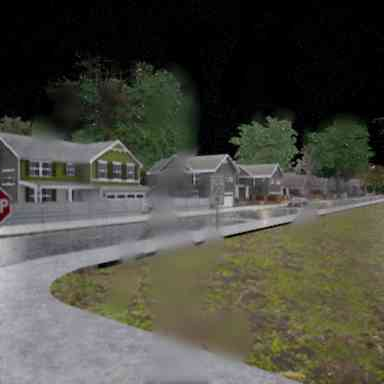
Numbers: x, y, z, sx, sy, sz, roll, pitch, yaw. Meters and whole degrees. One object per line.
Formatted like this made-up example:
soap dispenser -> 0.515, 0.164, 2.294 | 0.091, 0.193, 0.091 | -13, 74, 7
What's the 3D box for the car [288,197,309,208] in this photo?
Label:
car -> 14.828, 1.428, 46.284 | 1.837, 1.490, 4.892 | 0, 0, 35
